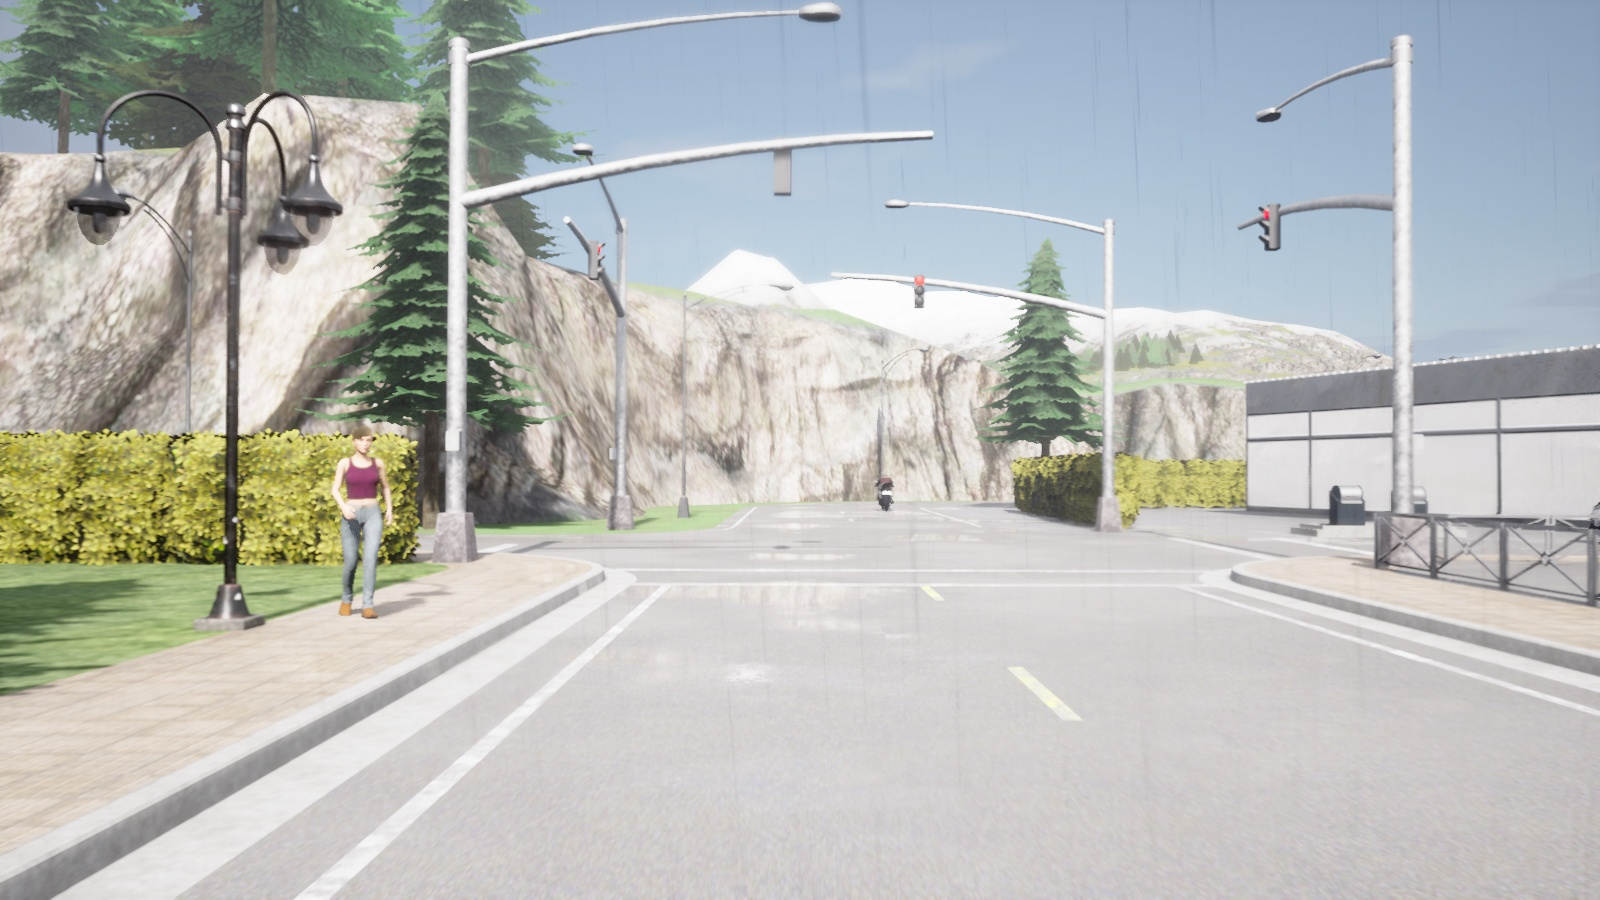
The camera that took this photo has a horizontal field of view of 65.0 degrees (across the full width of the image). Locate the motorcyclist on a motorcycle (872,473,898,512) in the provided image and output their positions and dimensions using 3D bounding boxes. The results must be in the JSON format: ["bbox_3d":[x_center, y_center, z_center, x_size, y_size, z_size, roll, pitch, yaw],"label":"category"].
[{"bbox_3d":[3.374,1.670,49.802,0.866,1.530,2.191,0,-1,0],"label":"motorcyclist on a motorcycle"}]

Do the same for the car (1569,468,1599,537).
[{"bbox_3d":[20.202,1.157,27.909,4.902,1.511,2.128,0,-1,1],"label":"car"}]

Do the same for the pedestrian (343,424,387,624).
[{"bbox_3d":[-4.132,0.686,11.920,0.345,1.836,0.594,0,-1,-24],"label":"pedestrian"}]
